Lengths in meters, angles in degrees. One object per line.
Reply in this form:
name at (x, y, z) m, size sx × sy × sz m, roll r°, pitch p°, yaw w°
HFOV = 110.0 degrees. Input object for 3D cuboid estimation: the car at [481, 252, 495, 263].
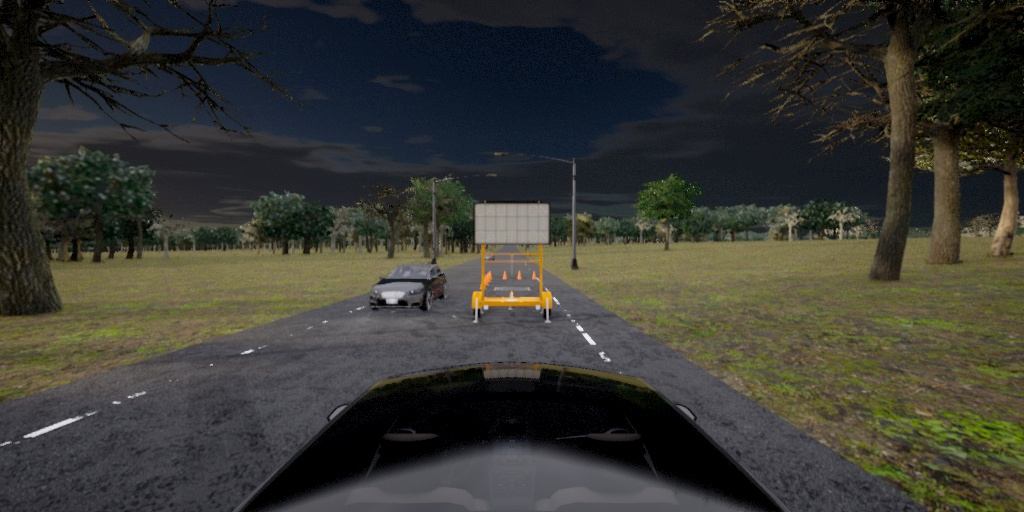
car at (-3.572, 0.182, 53.688) m, size 2.128 × 1.511 × 4.902 m, roll 0°, pitch 2°, yaw 0°

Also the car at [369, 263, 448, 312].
car at (-3.597, 1.045, 13.208) m, size 2.128 × 1.511 × 4.902 m, roll 0°, pitch 1°, yaw 0°

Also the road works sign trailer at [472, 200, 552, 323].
road works sign trailer at (0.001, 0.050, 11.427) m, size 2.380 × 3.560 × 2.880 m, roll 0°, pitch 0°, yaw 0°
